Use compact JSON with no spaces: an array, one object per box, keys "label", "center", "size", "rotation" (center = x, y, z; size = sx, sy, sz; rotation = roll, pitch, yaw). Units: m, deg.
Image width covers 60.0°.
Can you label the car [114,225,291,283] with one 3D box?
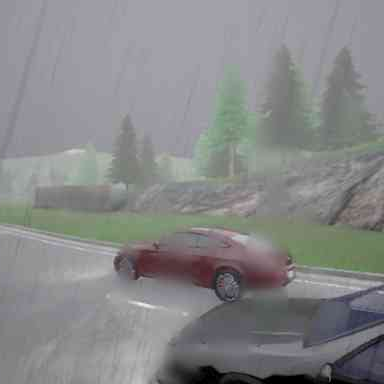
[{"label":"car","center":[0.155,1.548,8.209],"size":[4.674,1.442,1.812],"rotation":[0,0,34]}]

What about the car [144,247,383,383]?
[{"label":"car","center":[2.332,1.545,2.760],"size":[5.357,1.411,2.033],"rotation":[0,0,30]}]
